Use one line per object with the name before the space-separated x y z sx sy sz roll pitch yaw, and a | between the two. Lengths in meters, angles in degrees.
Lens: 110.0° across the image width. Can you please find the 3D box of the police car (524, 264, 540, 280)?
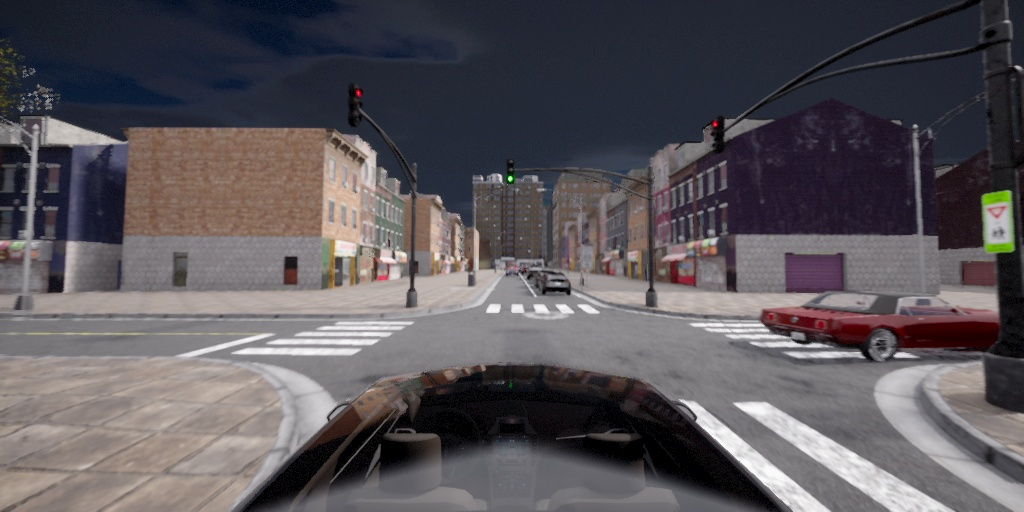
police car | 2.758 1.960 42.718 1.930 1.638 5.238 0 -1 0

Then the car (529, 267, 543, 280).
car | 2.642 1.799 28.313 1.948 1.339 4.313 0 0 0

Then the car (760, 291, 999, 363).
car | 8.245 1.414 7.754 4.718 1.301 1.895 0 -3 -5

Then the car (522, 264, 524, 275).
car | 2.645 2.264 60.929 2.192 1.841 5.009 0 0 0

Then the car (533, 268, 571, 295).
car | 2.641 1.694 22.878 1.948 1.339 4.313 0 0 0

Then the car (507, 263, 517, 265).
car | 0.011 2.207 63.032 2.150 2.045 5.566 0 -1 0

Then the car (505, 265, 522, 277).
car | 0.056 2.347 52.727 1.895 1.301 4.718 0 -1 0
